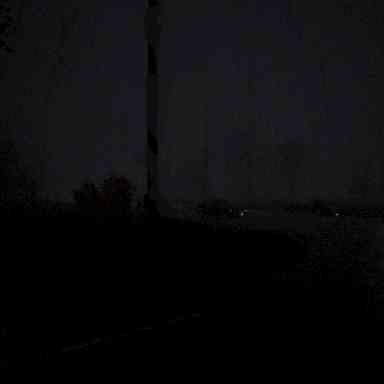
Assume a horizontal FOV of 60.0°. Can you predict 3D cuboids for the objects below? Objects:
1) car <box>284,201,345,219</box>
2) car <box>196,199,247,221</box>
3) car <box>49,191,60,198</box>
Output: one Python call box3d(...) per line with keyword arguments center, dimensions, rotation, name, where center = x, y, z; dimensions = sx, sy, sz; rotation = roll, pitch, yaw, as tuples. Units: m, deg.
box3d(center=(9.931, 1.411, 27.416), dimensions=(1.895, 1.301, 4.718), rotation=(-1, 1, -35), name="car")
box3d(center=(2.245, 1.335, 26.173), dimensions=(2.128, 1.511, 4.902), rotation=(-1, 1, -35), name="car")
box3d(center=(-31.489, 0.470, 76.052), dimensions=(2.097, 1.767, 4.553), rotation=(-1, 1, -29), name="car")
